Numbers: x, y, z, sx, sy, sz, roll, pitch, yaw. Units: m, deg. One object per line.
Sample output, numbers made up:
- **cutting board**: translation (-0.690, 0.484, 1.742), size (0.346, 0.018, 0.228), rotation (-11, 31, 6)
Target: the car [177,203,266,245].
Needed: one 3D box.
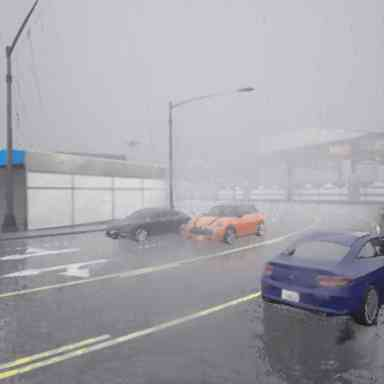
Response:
- **car**: translation (1.703, 1.371, 15.884), size (2.097, 1.767, 4.553), rotation (-1, 0, 38)

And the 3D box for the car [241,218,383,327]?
- **car**: translation (3.282, 1.508, 7.023), size (4.674, 1.442, 1.812), rotation (-1, 0, -43)

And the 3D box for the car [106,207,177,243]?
- **car**: translation (-2.032, 1.568, 16.788), size (1.837, 1.490, 4.892), rotation (0, 0, 40)

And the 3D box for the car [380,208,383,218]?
- **car**: translation (14.465, 1.496, 23.283), size (1.895, 1.301, 4.718), rotation (-1, 0, 23)
